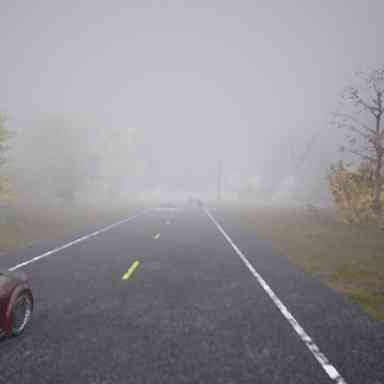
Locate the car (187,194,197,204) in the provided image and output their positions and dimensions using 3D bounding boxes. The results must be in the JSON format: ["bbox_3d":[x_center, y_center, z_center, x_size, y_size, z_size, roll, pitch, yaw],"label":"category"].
[{"bbox_3d":[0.016,1.576,64.475,1.895,1.301,4.718,0,0,1],"label":"car"}]

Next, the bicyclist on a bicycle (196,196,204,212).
[{"bbox_3d":[0.970,1.427,38.346,0.866,1.612,1.509,0,0,0],"label":"bicyclist on a bicycle"}]

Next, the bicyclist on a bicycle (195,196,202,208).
[{"bbox_3d":[0.933,1.422,47.776,0.866,1.612,1.509,0,0,0],"label":"bicyclist on a bicycle"}]

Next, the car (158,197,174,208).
[{"bbox_3d":[-3.587,1.511,47.162,1.812,1.442,4.674,0,0,0],"label":"car"}]

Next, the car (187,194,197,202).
[{"bbox_3d":[-0.018,1.321,76.707,2.097,1.767,4.553,0,0,0],"label":"car"}]

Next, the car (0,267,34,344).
[{"bbox_3d":[-3.601,1.564,3.807,1.994,1.385,4.181,0,0,0],"label":"car"}]
